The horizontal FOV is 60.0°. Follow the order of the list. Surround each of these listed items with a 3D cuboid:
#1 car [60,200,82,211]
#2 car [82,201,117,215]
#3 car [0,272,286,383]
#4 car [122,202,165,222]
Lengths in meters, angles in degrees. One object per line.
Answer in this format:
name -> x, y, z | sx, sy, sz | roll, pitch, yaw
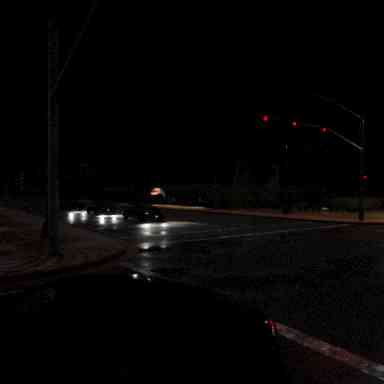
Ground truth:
car -> -15.029, 1.597, 41.763 | 1.895, 1.301, 4.718 | 0, 0, -35
car -> -9.185, 1.560, 33.559 | 1.994, 1.385, 4.181 | 0, 0, -35
car -> -1.077, 1.564, 3.079 | 4.181, 1.385, 1.994 | 0, 0, -35
car -> -3.950, 1.522, 26.246 | 1.812, 1.442, 4.674 | 0, 0, -36
